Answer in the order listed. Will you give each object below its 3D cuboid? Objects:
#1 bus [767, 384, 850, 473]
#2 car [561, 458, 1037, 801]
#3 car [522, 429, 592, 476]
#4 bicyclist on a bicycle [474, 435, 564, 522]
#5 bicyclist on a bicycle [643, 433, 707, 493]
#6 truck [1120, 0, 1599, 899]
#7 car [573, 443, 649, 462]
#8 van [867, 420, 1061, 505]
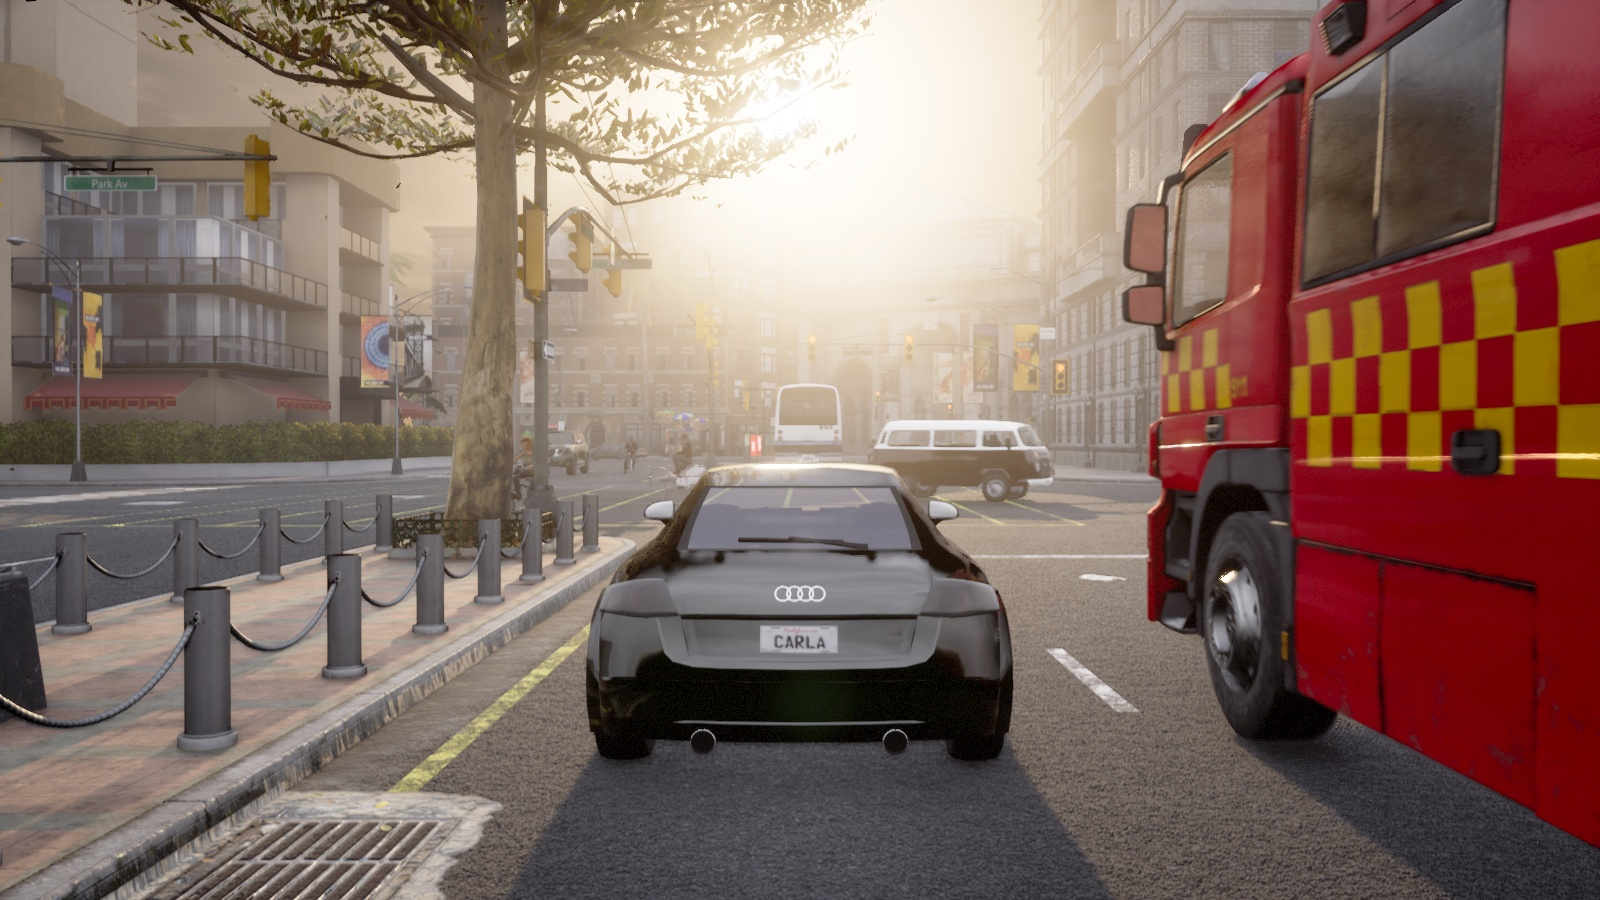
[{"bbox_3d":[0.433,-1.047,65.118,3.944,4.253,10.273,0,0,0],"label":"bus"},{"bbox_3d":[0.005,0.763,7.352,1.994,1.385,4.181,0,0,0],"label":"car"},{"bbox_3d":[-11.115,0.086,57.872,2.150,2.045,5.566,0,0,0],"label":"car"},{"bbox_3d":[-5.452,0.522,24.440,0.866,1.612,1.509,2,1,32],"label":"bicyclist on a bicycle"},{"bbox_3d":[-3.744,0.373,37.699,1.843,1.776,0.659,0,0,0],"label":"bicyclist on a bicycle"},{"bbox_3d":[3.542,-0.441,4.070,2.891,3.827,8.468,0,0,0],"label":"truck"},{"bbox_3d":[-14.440,0.169,95.828,5.357,1.411,2.033,0,0,12],"label":"car"},{"bbox_3d":[4.180,0.269,32.007,4.480,2.038,2.069,0,1,26],"label":"van"}]
